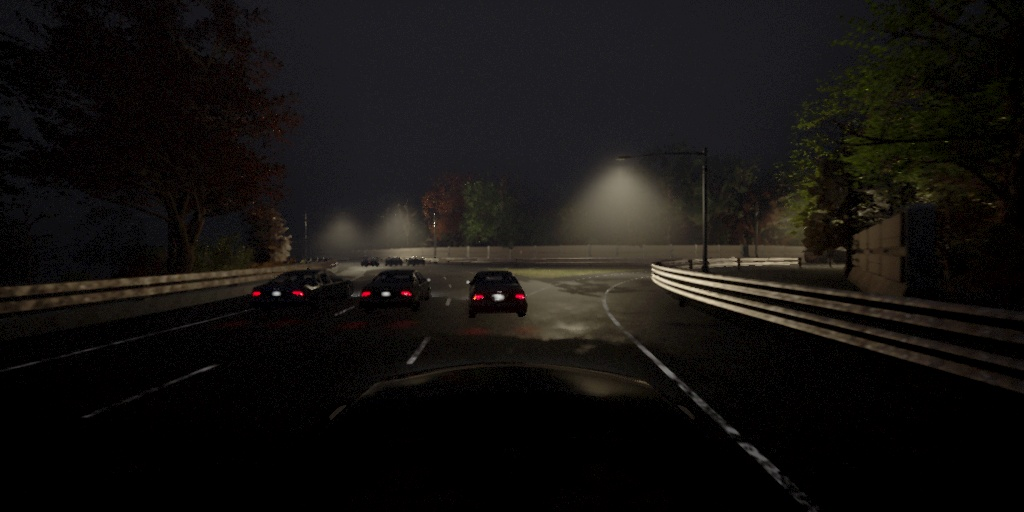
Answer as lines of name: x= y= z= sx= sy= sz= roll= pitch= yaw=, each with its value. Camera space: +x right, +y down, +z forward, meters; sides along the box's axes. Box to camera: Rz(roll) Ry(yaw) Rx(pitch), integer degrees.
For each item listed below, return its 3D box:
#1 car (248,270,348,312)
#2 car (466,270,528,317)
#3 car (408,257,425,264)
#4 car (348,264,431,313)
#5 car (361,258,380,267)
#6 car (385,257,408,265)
car: x=-7.800 y=1.232 z=13.878 sx=2.033 sy=1.411 sz=5.357 roll=0 pitch=0 yaw=-7
car: x=-0.634 y=1.215 z=12.780 sx=2.033 sy=1.411 sz=5.357 roll=0 pitch=0 yaw=-6
car: x=-15.564 y=0.868 z=58.149 sx=2.128 sy=1.511 sz=4.902 roll=0 pitch=1 yaw=-33
car: x=-4.254 y=1.221 z=13.713 sx=2.033 sy=1.411 sz=5.357 roll=0 pitch=0 yaw=-7
car: x=-21.597 y=0.972 z=54.599 sx=2.033 sy=1.411 sz=5.357 roll=0 pitch=1 yaw=-33
car: x=-18.581 y=0.892 z=56.374 sx=2.128 sy=1.511 sz=4.902 roll=0 pitch=1 yaw=-33
